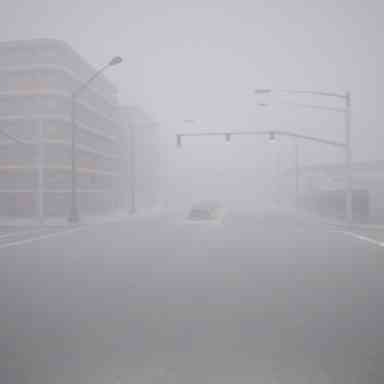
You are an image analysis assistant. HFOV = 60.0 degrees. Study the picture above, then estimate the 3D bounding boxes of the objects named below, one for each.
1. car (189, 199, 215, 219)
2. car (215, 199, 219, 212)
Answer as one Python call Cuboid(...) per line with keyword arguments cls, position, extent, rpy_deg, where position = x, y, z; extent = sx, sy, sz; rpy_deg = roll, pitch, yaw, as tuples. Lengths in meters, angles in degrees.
Cuboid(cls="car", position=(0.868, 1.752, 32.679), extent=(1.882, 1.535, 5.008), rpy_deg=(-1, 0, 7))
Cuboid(cls="car", position=(2.137, 1.825, 42.857), extent=(1.882, 1.535, 5.008), rpy_deg=(-1, 0, 7))
